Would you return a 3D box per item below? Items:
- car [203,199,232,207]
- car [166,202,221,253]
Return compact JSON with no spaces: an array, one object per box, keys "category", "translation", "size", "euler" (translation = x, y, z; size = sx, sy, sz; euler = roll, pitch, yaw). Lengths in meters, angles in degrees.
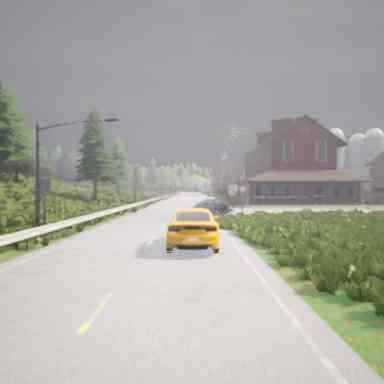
[{"category":"car","translation":[1.802,1.288,27.741],"size":[1.994,1.385,4.181],"euler":[0,2,31]},{"category":"car","translation":[0.046,1.372,13.252],"size":[1.882,1.535,5.008],"euler":[0,1,1]}]
